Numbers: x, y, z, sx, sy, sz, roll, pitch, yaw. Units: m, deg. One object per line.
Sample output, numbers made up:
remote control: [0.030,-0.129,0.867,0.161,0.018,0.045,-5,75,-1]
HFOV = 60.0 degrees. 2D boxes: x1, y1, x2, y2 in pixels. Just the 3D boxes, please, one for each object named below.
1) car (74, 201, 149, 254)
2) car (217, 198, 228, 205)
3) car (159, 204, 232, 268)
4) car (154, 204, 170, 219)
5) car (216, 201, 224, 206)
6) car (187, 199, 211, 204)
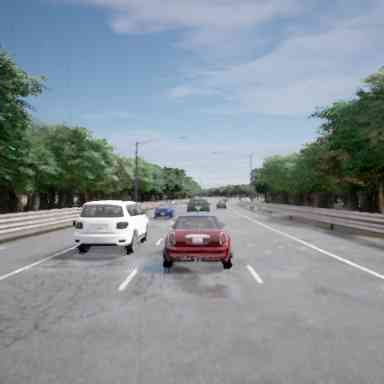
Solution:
car: [-3.280,1.397,14.551,2.150,2.045,5.566,0,-1,1]
car: [5.594,2.446,63.654,2.128,1.511,4.902,0,-1,4]
car: [0.192,1.497,12.057,2.097,1.767,4.553,0,-1,1]
car: [-2.763,1.994,34.801,1.812,1.442,4.674,0,-1,2]
car: [7.419,2.918,87.423,1.895,1.301,4.718,0,-1,5]
car: [0.657,1.661,32.570,2.150,2.045,5.566,0,-1,2]
